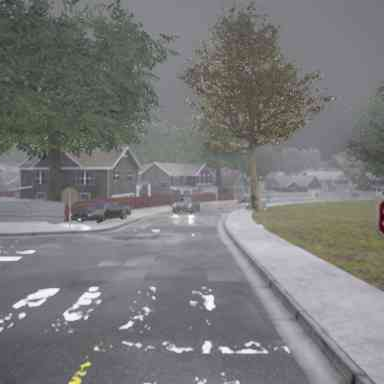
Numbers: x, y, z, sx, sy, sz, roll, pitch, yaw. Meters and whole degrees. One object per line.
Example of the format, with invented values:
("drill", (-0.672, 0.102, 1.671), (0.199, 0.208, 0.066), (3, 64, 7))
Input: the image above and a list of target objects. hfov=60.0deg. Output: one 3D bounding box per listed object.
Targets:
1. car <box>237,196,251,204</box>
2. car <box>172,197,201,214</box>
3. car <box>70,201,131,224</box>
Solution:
("car", (9.676, 1.376, 59.180), (1.994, 1.385, 4.181), (2, 1, 31))
("car", (-0.517, 1.267, 33.980), (2.097, 1.767, 4.553), (1, 0, 13))
("car", (-6.235, 1.343, 23.391), (2.033, 1.411, 5.357), (0, 0, 18))
